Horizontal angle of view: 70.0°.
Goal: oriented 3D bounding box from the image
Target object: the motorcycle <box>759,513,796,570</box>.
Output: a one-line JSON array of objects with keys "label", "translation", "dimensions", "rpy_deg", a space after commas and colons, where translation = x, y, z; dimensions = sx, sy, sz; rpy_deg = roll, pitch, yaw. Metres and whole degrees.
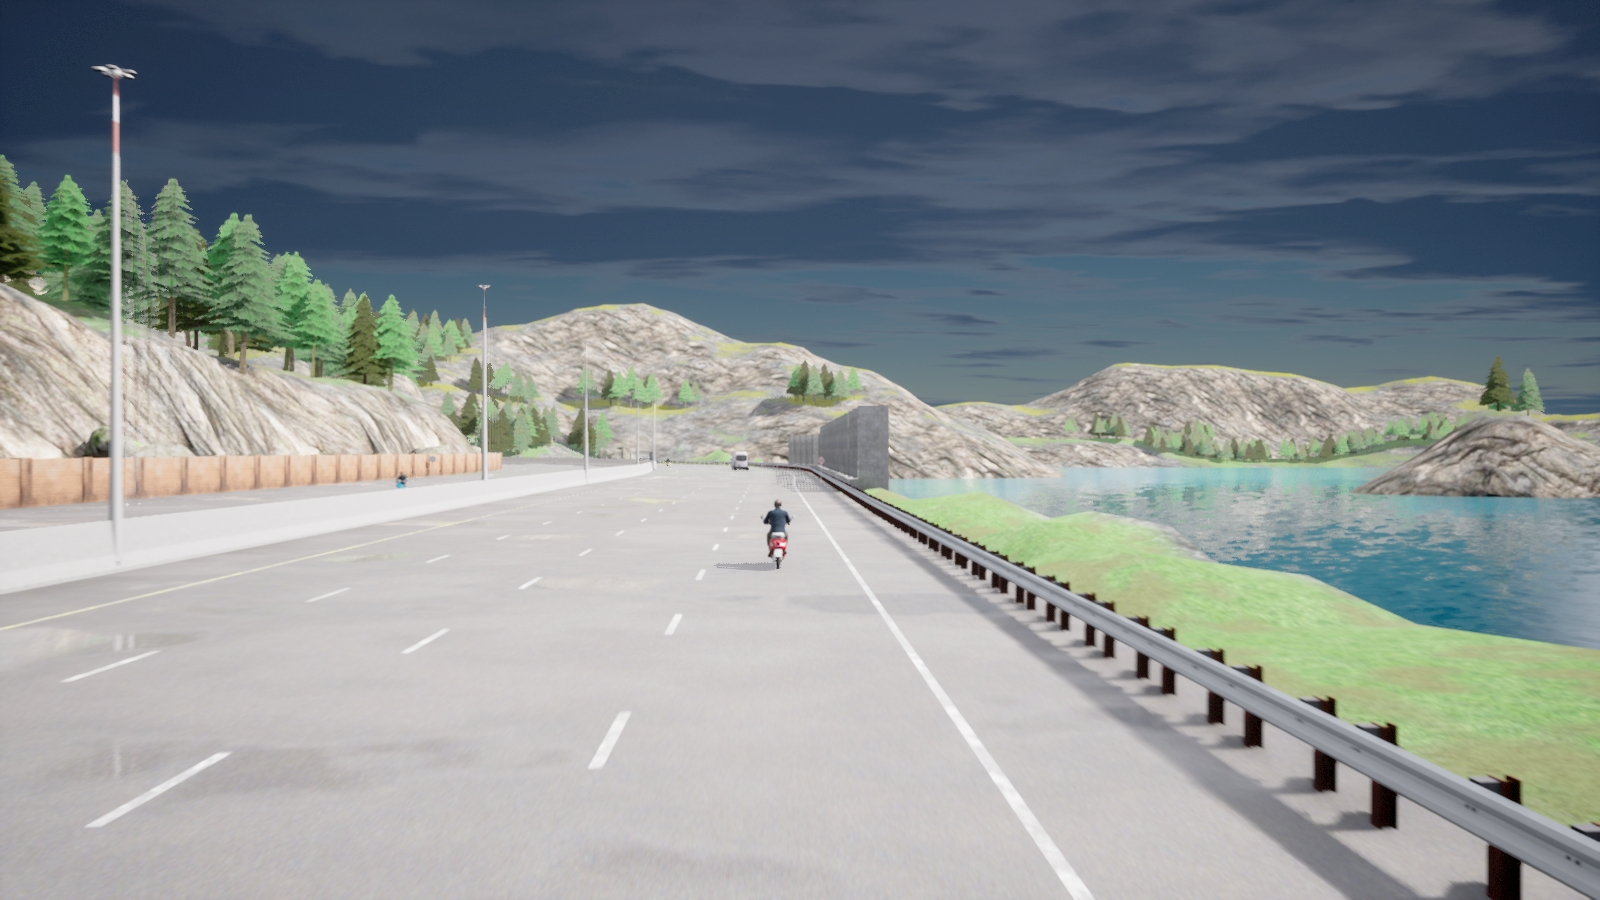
[{"label": "motorcycle", "translation": [-0.546, 2.183, 27.607], "dimensions": [0.856, 1.236, 1.805], "rpy_deg": [0, 0, -2]}]

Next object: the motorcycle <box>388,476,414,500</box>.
[{"label": "motorcycle", "translation": [-22.536, 2.145, 64.597], "dimensions": [0.856, 1.334, 1.805], "rpy_deg": [0, 0, -2]}]
